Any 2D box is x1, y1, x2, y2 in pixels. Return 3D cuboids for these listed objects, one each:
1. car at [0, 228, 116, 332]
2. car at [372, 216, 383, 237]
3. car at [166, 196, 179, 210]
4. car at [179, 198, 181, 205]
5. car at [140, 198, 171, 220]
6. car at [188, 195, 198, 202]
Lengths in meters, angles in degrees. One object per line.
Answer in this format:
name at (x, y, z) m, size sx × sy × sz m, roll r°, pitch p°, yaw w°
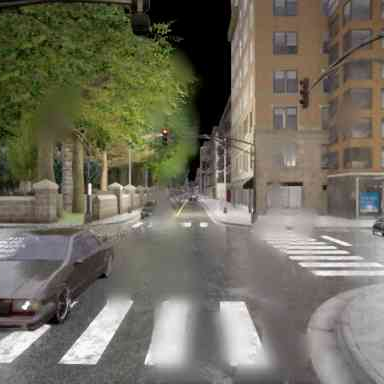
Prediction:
car at (-3.084, 1.547, 7.358) m, size 2.033 × 1.411 × 5.357 m, roll 0°, pitch 0°, yaw 0°
car at (11.004, 1.365, 15.548) m, size 4.553 × 1.767 × 2.097 m, roll 0°, pitch 0°, yaw 0°
car at (-2.999, 1.460, 42.658) m, size 1.837 × 1.490 × 4.892 m, roll 0°, pitch 0°, yaw 0°
car at (-2.936, 1.413, 56.783) m, size 2.128 × 1.511 × 4.902 m, roll 0°, pitch 1°, yaw 1°
car at (-3.101, 1.487, 27.916) m, size 1.837 × 1.490 × 4.892 m, roll 0°, pitch 0°, yaw 2°
car at (0.205, 1.420, 70.737) m, size 1.812 × 1.442 × 4.674 m, roll 0°, pitch 0°, yaw 0°
